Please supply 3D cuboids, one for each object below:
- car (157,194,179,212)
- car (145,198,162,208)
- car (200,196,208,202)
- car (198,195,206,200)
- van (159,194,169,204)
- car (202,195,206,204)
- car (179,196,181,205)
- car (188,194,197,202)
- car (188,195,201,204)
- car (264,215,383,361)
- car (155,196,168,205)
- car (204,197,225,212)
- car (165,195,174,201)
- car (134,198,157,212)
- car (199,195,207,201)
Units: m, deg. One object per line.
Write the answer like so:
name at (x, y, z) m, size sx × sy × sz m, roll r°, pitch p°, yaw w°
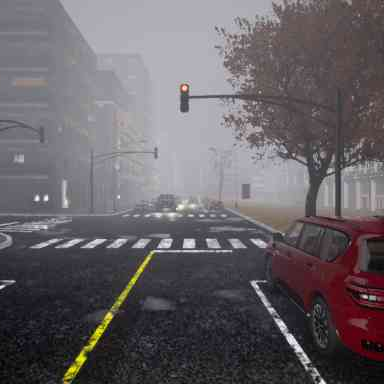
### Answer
car at (-3.020, 1.235, 40.061) m, size 2.150 × 2.045 × 5.566 m, roll 0°, pitch 0°, yaw 0°
car at (-5.601, 1.573, 49.381) m, size 2.008 × 1.369 × 4.403 m, roll 0°, pitch 0°, yaw 0°
car at (2.830, 1.583, 77.199) m, size 1.752 × 1.417 × 4.829 m, roll 0°, pitch 0°, yaw 0°
car at (2.859, 1.637, 93.627) m, size 2.008 × 1.369 × 4.403 m, roll 0°, pitch 0°, yaw 0°
van at (-5.571, 1.384, 65.979) m, size 1.690 × 1.788 × 3.998 m, roll 0°, pitch 0°, yaw 0°
car at (2.780, 1.548, 49.535) m, size 1.752 × 1.417 × 4.829 m, roll 0°, pitch 0°, yaw 0°
car at (-2.993, 1.528, 50.079) m, size 1.837 × 1.490 × 4.892 m, roll 0°, pitch 0°, yaw 0°
car at (0.144, 1.416, 79.399) m, size 2.097 × 1.767 × 4.553 m, roll 0°, pitch 0°, yaw 0°
car at (0.217, 1.643, 65.715) m, size 1.895 × 1.301 × 4.718 m, roll 0°, pitch 0°, yaw 0°
car at (2.702, 1.315, 5.912) m, size 2.192 × 1.841 × 5.009 m, roll 0°, pitch 0°, yaw 0°
car at (-5.581, 1.476, 60.446) m, size 1.967 × 1.590 × 4.097 m, roll 0°, pitch 0°, yaw 0°
car at (2.760, 1.557, 38.300) m, size 1.887 × 1.381 × 4.507 m, roll 0°, pitch 0°, yaw 0°
car at (-5.541, 1.506, 82.577) m, size 1.967 × 1.590 × 4.097 m, roll 0°, pitch 0°, yaw 0°
car at (-5.620, 1.563, 38.315) m, size 2.008 × 1.369 × 4.403 m, roll 0°, pitch 0°, yaw 0°
car at (2.849, 1.620, 88.094) m, size 1.887 × 1.381 × 4.507 m, roll 0°, pitch 0°, yaw 0°
